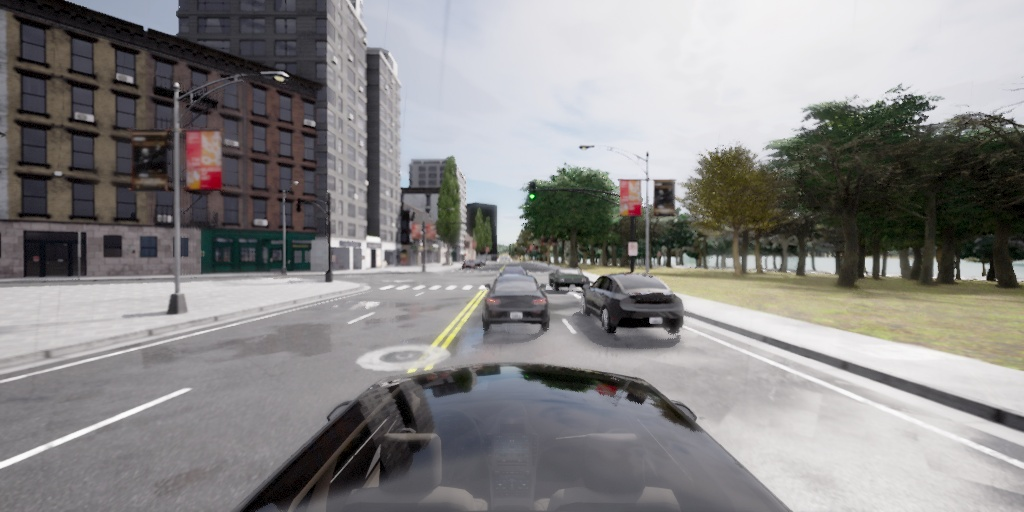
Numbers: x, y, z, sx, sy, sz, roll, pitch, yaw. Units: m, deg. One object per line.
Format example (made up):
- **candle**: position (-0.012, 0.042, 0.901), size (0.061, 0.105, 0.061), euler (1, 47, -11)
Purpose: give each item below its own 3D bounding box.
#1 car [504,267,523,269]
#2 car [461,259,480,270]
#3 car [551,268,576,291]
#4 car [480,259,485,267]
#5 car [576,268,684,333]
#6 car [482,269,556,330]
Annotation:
- **car**: position (0.108, 1.335, 21.622), size (1.994, 1.385, 4.181), euler (0, 0, 0)
- **car**: position (-6.558, 1.365, 55.309), size (1.994, 1.385, 4.181), euler (0, 0, 0)
- **car**: position (3.359, 1.372, 22.086), size (1.895, 1.301, 4.718), euler (0, 0, 0)
- **car**: position (-6.493, 1.291, 64.431), size (1.882, 1.535, 5.008), euler (0, 0, 1)
- **car**: position (3.353, 1.264, 10.769), size (1.837, 1.490, 4.892), euler (0, 0, 0)
- **car**: position (0.109, 1.285, 11.054), size (1.812, 1.442, 4.674), euler (0, 0, 0)
